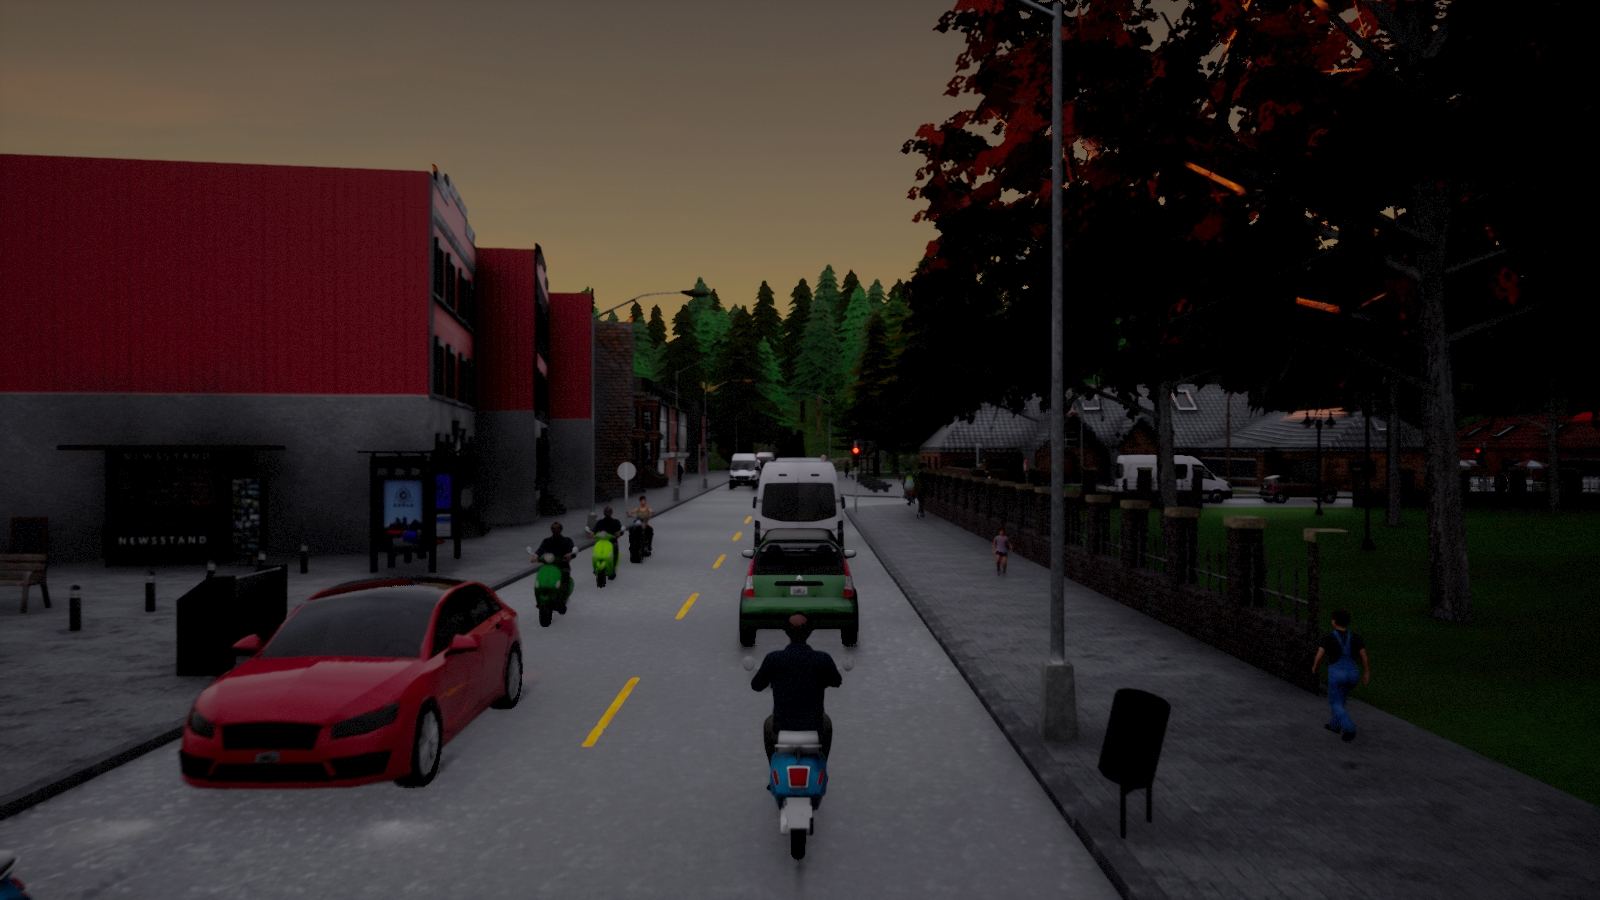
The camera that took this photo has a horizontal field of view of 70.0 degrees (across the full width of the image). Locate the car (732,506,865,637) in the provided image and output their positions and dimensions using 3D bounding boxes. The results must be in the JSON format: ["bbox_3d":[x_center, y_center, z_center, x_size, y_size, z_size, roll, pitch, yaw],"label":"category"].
[{"bbox_3d":[-0.020,1.780,17.842,1.851,1.617,3.988,0,0,0],"label":"car"}]

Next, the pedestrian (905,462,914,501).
[{"bbox_3d":[5.310,1.523,55.289,0.375,1.860,0.375,0,0,17],"label":"pedestrian"}]

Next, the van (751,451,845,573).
[{"bbox_3d":[-0.038,1.315,27.095,1.988,2.561,5.915,0,0,0],"label":"van"}]

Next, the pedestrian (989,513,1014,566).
[{"bbox_3d":[4.295,1.905,24.372,0.500,1.100,0.500,0,0,7],"label":"pedestrian"}]

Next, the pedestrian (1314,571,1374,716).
[{"bbox_3d":[5.101,1.805,10.728,0.375,1.300,0.375,0,0,-3],"label":"pedestrian"}]

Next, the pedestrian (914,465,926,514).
[{"bbox_3d":[4.651,1.526,44.304,0.375,1.860,0.375,0,0,-15],"label":"pedestrian"}]

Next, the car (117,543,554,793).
[{"bbox_3d":[-4.020,1.841,11.038,2.231,1.480,4.892,0,0,0],"label":"car"}]

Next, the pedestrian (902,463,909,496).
[{"bbox_3d":[5.853,1.629,63.356,0.375,1.860,0.375,0,0,13],"label":"pedestrian"}]

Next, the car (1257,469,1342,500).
[{"bbox_3d":[26.136,1.806,59.880,3.705,1.549,1.789,0,0,0],"label":"car"}]

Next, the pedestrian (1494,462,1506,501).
[{"bbox_3d":[33.589,1.525,54.833,0.375,1.860,0.375,0,0,-4],"label":"pedestrian"}]

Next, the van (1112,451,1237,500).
[{"bbox_3d":[19.599,1.315,59.945,5.915,2.561,1.988,0,0,1],"label":"van"}]
